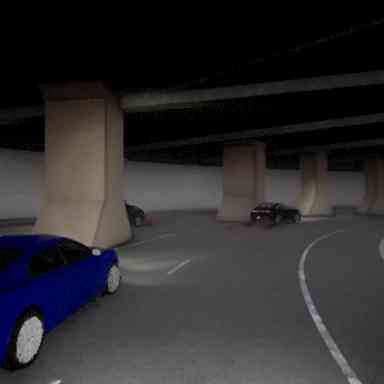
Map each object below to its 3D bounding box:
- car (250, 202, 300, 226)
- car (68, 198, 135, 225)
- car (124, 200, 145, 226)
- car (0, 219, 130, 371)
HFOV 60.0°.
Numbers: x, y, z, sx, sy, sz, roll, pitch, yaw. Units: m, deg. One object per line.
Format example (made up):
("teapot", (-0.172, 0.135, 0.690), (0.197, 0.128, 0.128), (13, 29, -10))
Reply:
("car", (6.067, 1.501, 23.903), (2.128, 1.511, 4.902), (0, 0, 43))
("car", (-6.601, 1.345, 24.779), (2.097, 1.767, 4.553), (0, 0, 34))
("car", (-4.966, 1.500, 20.946), (1.837, 1.490, 4.892), (-1, 0, 31))
("car", (-2.828, 1.474, 5.799), (1.882, 1.535, 5.008), (0, 0, 7))
